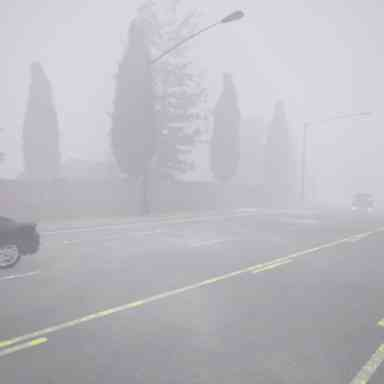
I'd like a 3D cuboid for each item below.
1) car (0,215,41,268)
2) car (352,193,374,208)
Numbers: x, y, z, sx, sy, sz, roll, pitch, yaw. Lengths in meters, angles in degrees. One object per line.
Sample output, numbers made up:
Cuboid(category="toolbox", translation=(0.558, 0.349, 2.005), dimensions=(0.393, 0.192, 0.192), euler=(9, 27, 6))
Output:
Cuboid(category="car", translation=(-6.379, 1.167, 8.093), dimensions=(1.882, 1.535, 5.008), euler=(2, 2, 44))
Cuboid(category="car", translation=(20.206, 0.876, 39.259), dimensions=(2.097, 1.767, 4.553), euler=(2, 1, 31))
